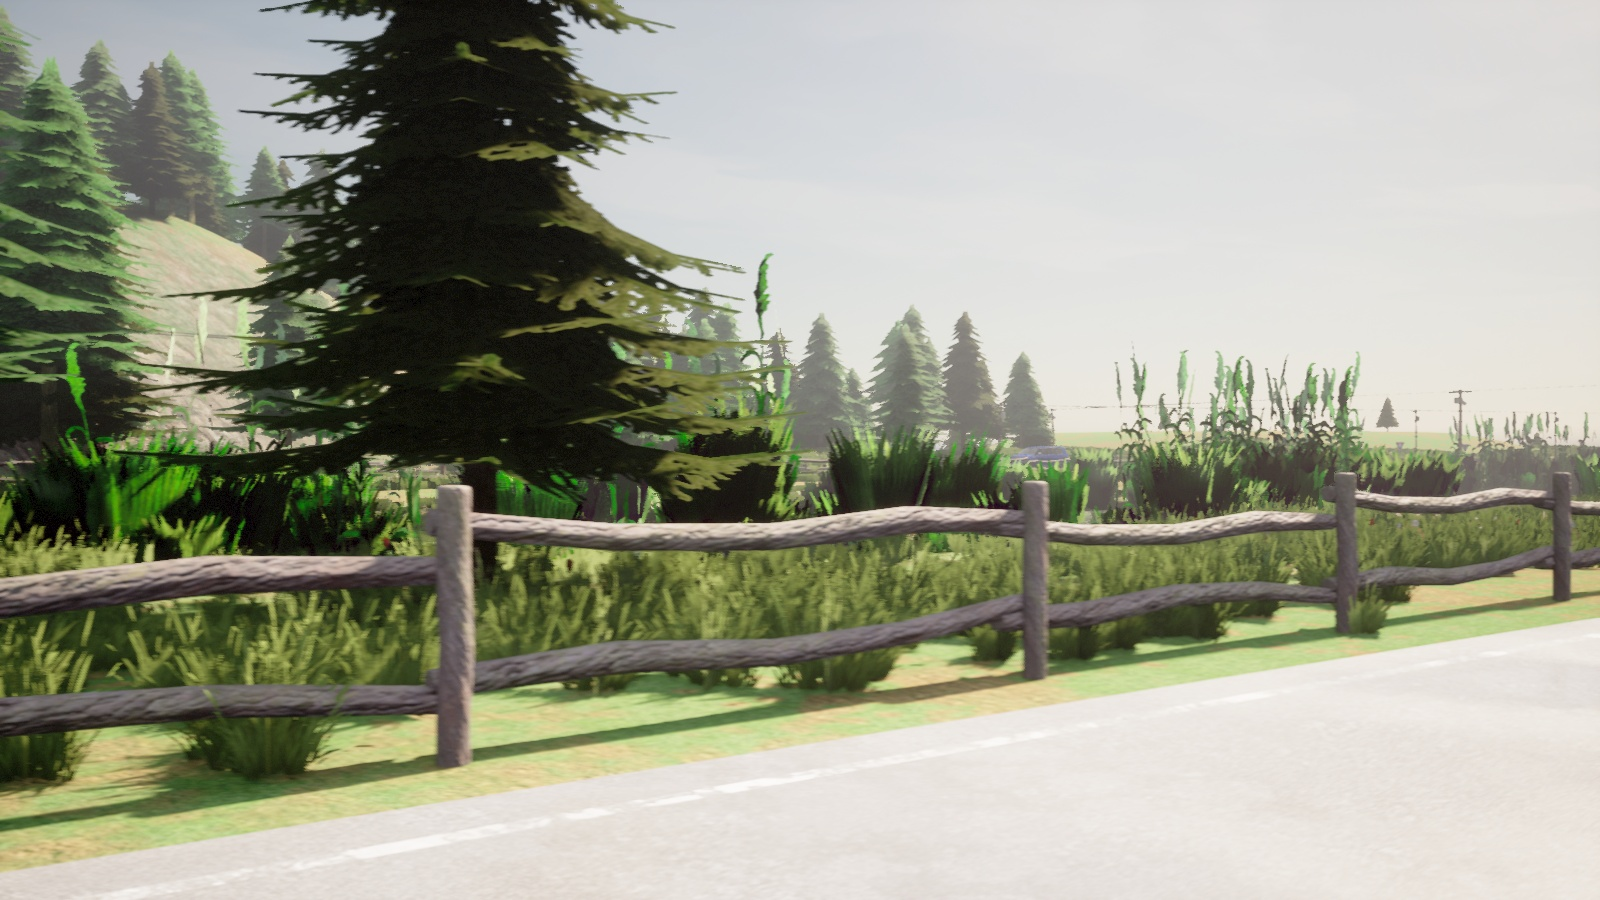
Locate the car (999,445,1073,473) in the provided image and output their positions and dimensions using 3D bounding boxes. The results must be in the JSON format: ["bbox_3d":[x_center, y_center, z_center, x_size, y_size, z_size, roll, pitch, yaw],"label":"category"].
[{"bbox_3d":[17.879,0.658,94.971,5.566,2.045,2.150,0,0,-35],"label":"car"}]
